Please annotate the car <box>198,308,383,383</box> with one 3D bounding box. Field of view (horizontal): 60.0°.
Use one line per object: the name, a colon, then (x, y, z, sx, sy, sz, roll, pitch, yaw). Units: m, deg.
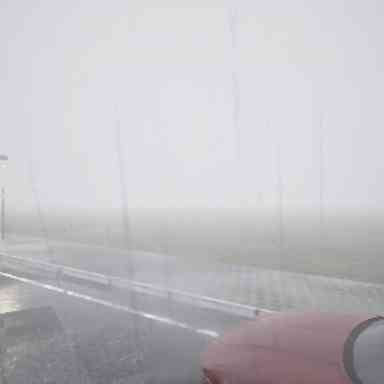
car: (2.326, 1.475, 2.044, 5.008, 1.535, 1.882, -1, -1, 35)
